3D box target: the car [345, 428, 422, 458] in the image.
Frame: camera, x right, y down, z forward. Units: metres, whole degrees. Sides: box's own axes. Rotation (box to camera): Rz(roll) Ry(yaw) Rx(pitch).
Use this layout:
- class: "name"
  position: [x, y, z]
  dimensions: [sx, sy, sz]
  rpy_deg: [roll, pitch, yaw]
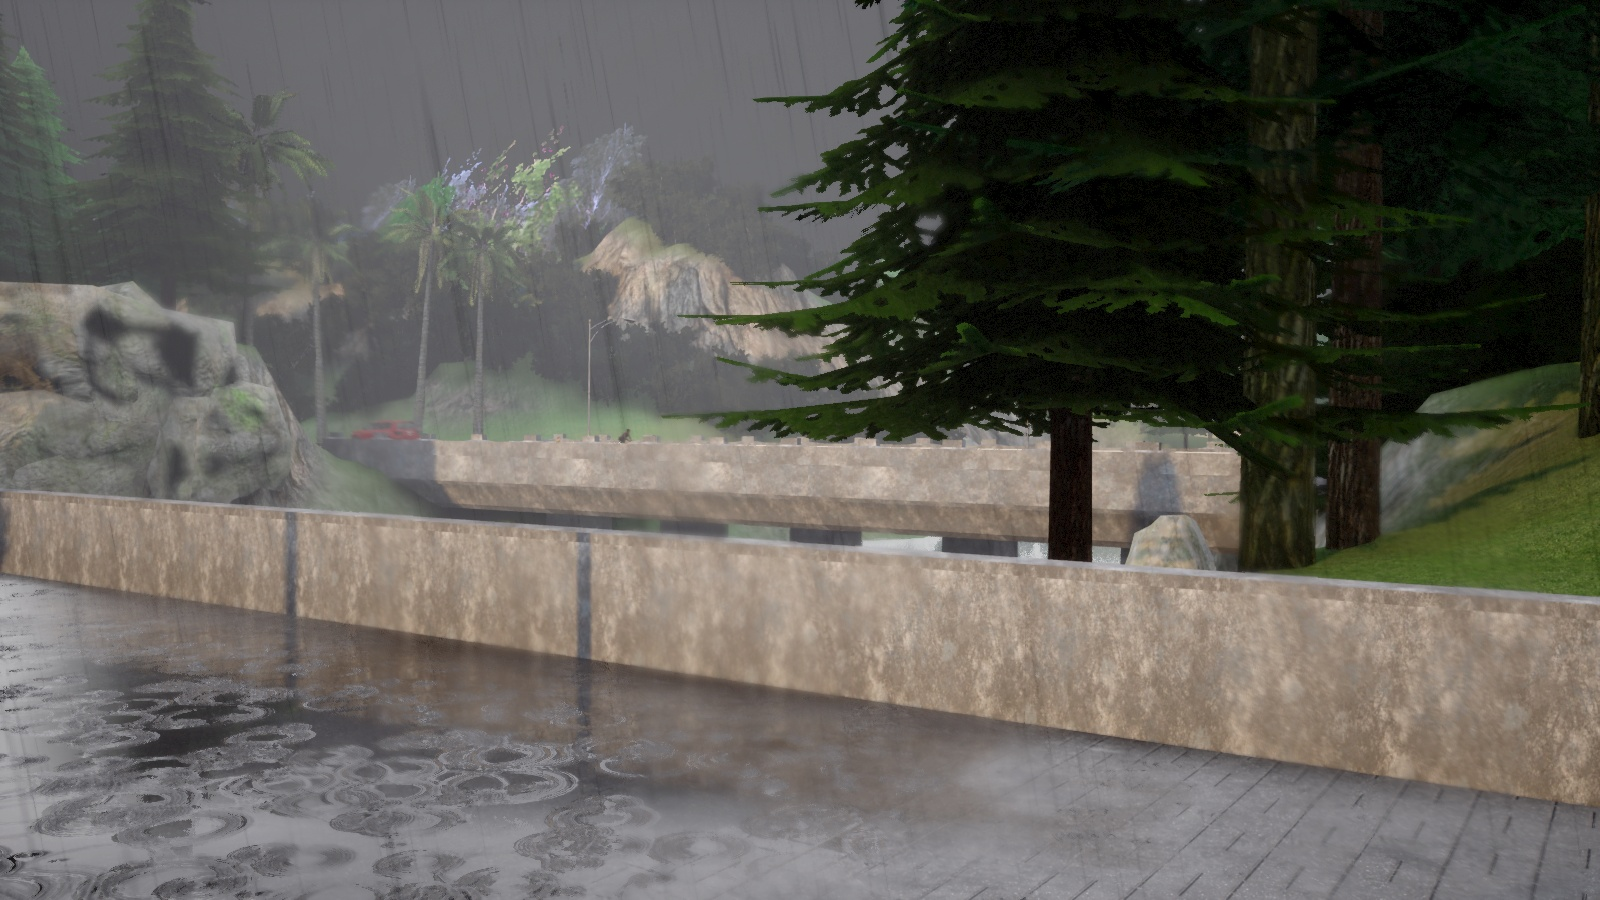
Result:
- class: "car"
  position: [-29.376, -0.492, 88.496]
  dimensions: [5.566, 2.045, 2.150]
  rpy_deg: [0, 1, 34]
